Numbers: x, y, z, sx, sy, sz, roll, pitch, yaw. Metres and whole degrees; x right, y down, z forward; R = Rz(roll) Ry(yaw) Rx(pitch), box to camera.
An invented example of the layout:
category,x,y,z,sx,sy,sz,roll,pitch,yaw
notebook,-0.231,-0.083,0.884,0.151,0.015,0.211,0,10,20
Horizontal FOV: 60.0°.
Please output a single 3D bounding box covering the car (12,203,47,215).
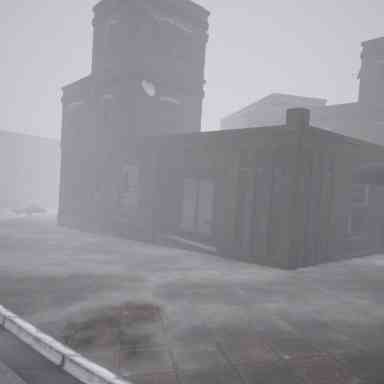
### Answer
category,x,y,z,sx,sy,sz,roll,pitch,yaw
car,-20.242,2.105,41.609,2.033,1.411,5.357,4,-2,3
